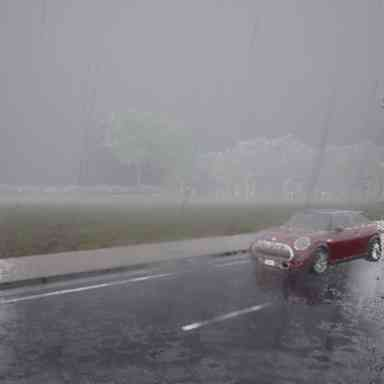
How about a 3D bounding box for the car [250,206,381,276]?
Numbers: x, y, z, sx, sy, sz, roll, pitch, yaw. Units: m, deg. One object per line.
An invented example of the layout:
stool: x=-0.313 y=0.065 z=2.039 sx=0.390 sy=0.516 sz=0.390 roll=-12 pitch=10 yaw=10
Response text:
car: x=3.974 y=1.359 z=10.521 sx=4.553 sy=1.767 sz=2.097 roll=0 pitch=0 yaw=-36
